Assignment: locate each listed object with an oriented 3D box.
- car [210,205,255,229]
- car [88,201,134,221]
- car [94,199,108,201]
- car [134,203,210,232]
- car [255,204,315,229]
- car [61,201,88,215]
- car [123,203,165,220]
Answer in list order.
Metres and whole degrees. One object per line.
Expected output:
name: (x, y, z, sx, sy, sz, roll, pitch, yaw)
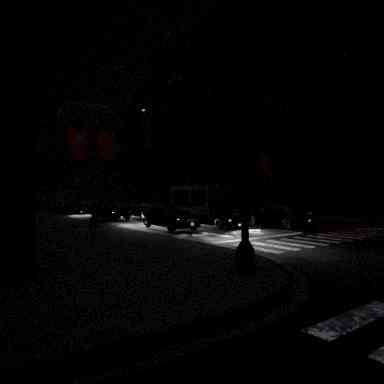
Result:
car: (1.430, 1.609, 22.323, 2.033, 1.411, 5.357, 0, 0, -33)
car: (-6.857, 1.693, 28.221, 1.895, 1.301, 4.718, 0, 0, -36)
car: (-10.537, 1.632, 38.921, 2.128, 1.511, 4.902, 0, 0, -36)
car: (-1.410, 1.548, 20.646, 2.128, 1.511, 4.902, 0, 0, -36)
car: (5.730, 1.549, 22.196, 2.128, 1.511, 4.902, 0, 0, -36)
car: (-13.038, 1.681, 36.832, 2.033, 1.411, 5.357, 0, 0, -35)
car: (-4.465, 1.701, 30.455, 1.895, 1.301, 4.718, 0, 0, -36)
